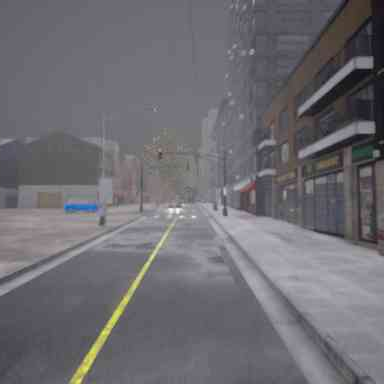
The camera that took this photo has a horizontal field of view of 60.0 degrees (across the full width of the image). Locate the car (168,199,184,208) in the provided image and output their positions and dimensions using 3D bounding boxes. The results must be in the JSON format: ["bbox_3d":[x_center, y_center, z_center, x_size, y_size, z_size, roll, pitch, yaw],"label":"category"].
[{"bbox_3d":[-2.758,1.890,53.800,2.128,1.511,4.902,0,0,0],"label":"car"}]

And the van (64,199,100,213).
[{"bbox_3d":[-12.931,1.673,39.215,3.998,1.788,1.690,0,-3,0],"label":"van"}]
